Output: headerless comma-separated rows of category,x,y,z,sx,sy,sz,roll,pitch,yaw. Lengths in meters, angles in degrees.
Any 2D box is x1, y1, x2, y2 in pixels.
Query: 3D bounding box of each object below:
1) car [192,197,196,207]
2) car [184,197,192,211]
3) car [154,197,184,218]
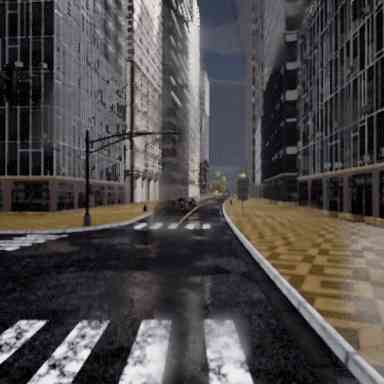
car,-0.496,1.437,49.303,1.994,1.385,4.181,0,0,6
car,-1.421,1.411,39.326,1.837,1.490,4.892,0,0,5
car,-2.125,1.411,29.503,1.882,1.535,5.008,0,0,4
